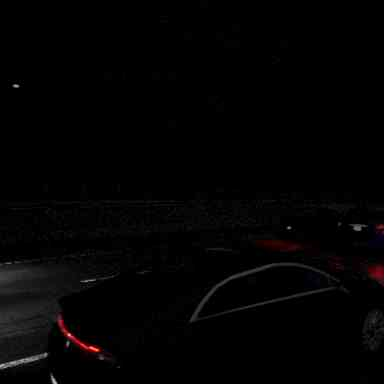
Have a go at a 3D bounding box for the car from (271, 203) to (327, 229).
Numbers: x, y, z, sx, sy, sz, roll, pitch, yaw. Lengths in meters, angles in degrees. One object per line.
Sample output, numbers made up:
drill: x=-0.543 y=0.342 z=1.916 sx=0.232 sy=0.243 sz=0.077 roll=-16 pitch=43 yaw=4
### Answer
car: x=6.575 y=1.541 z=17.034 sx=5.008 sy=1.535 sz=1.882 roll=0 pitch=0 yaw=-35

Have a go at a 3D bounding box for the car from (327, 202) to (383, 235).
car: x=7.928 y=1.409 z=13.700 sx=4.553 sy=1.767 sz=2.097 roll=0 pitch=0 yaw=-35

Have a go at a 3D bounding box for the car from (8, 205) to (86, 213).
car: x=-8.022 y=1.536 z=19.764 sx=4.674 sy=1.442 sz=1.812 roll=0 pitch=0 yaw=-35

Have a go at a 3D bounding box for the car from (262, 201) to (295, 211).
car: x=12.295 y=1.932 z=47.139 sx=4.718 sy=1.301 sz=1.895 roll=1 pitch=-1 yaw=-35

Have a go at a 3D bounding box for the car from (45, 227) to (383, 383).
car: x=0.739 y=1.496 z=4.396 sx=4.902 sy=1.511 sz=2.128 roll=0 pitch=0 yaw=-35

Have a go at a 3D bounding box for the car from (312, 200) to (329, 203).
car: x=16.098 y=1.832 z=36.957 sx=5.357 sy=1.411 sz=2.033 roll=1 pitch=-1 yaw=-35

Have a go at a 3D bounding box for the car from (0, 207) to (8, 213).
car: x=-15.271 y=1.529 z=23.193 sx=4.674 sy=1.442 sz=1.812 roll=0 pitch=0 yaw=-35

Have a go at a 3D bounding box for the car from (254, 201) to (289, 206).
car: x=8.083 y=1.729 z=35.549 sx=5.357 sy=1.411 sz=2.033 roll=1 pitch=-1 yaw=-36

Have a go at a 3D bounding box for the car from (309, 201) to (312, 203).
car: x=17.511 y=1.891 z=46.555 sx=4.902 sy=1.511 sz=2.128 roll=1 pitch=-1 yaw=-35
